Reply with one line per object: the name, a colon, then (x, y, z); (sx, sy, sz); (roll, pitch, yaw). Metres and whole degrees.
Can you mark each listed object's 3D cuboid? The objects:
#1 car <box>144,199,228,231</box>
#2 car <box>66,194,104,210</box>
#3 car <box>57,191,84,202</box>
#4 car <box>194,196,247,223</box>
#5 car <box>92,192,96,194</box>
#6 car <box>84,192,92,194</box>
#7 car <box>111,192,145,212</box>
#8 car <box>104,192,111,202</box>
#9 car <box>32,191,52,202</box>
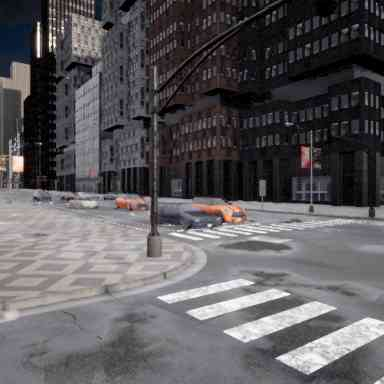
car: (-0.547, 1.344, 19.652); (2.033, 1.411, 5.357); (0, 1, -34)
car: (-11.148, 1.140, 34.500); (1.895, 1.301, 4.718); (0, 1, -36)
car: (-18.488, 0.757, 50.365); (1.882, 1.535, 5.008); (0, 1, -35)
car: (1.582, 1.129, 22.553); (2.097, 1.767, 4.553); (0, 1, -38)
car: (-19.062, 0.715, 62.506); (1.895, 1.301, 4.718); (0, 1, -36)
car: (-19.268, 0.708, 57.234); (1.812, 1.442, 4.674); (0, 1, -35)
car: (-5.882, 0.951, 32.750); (2.097, 1.767, 4.553); (0, 1, -36)
car: (-12.991, 0.766, 54.077); (2.128, 1.511, 4.902); (0, 1, -36)
car: (-23.046, 0.597, 51.186); (2.097, 1.767, 4.553); (0, 1, -36)
